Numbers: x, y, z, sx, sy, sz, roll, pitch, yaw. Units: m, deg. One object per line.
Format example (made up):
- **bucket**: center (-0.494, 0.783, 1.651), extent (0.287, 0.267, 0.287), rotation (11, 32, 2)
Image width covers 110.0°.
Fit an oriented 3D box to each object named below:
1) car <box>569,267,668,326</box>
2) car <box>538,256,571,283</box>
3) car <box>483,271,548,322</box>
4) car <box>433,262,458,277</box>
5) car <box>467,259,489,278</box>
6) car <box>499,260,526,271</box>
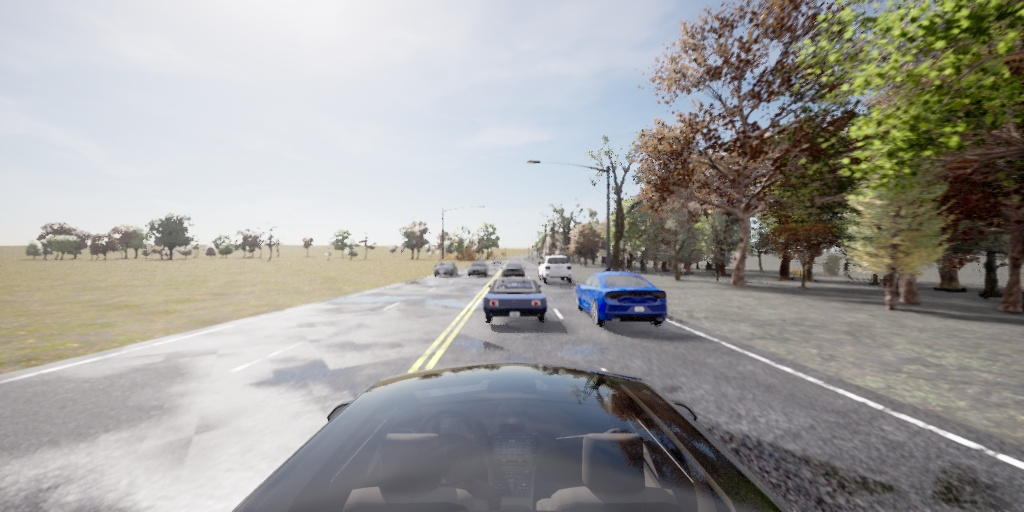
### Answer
- **car**: center (3.340, 1.251, 11.854), extent (1.882, 1.535, 5.008), rotation (0, 0, 0)
- **car**: center (3.346, 1.031, 28.412), extent (2.150, 2.045, 5.566), rotation (0, 0, 0)
- **car**: center (0.093, 1.379, 12.432), extent (1.895, 1.301, 4.718), rotation (0, 0, 0)
- **car**: center (-6.590, 1.319, 36.085), extent (2.128, 1.511, 4.902), rotation (0, 0, 0)
- **car**: center (-3.339, 1.332, 36.073), extent (1.837, 1.490, 4.892), rotation (0, 0, 0)
- **car**: center (0.099, 1.321, 29.394), extent (1.837, 1.490, 4.892), rotation (0, 0, 0)
